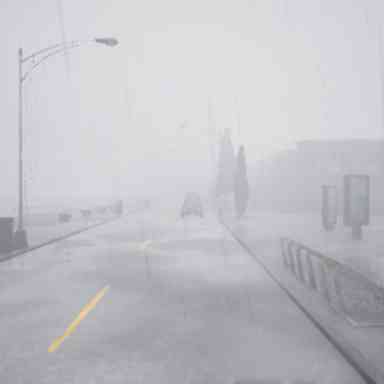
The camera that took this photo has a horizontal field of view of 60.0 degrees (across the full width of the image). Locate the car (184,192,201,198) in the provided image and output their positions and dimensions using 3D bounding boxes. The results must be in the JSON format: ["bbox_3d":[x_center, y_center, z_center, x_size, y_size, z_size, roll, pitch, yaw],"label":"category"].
[{"bbox_3d":[0.084,1.044,45.440,2.150,2.045,5.566,0,0,0],"label":"car"}]

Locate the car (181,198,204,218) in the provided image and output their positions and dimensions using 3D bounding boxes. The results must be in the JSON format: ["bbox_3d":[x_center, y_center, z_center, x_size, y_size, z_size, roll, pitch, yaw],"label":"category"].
[{"bbox_3d":[0.022,1.488,28.986,1.895,1.301,4.718,0,0,0],"label":"car"}]
